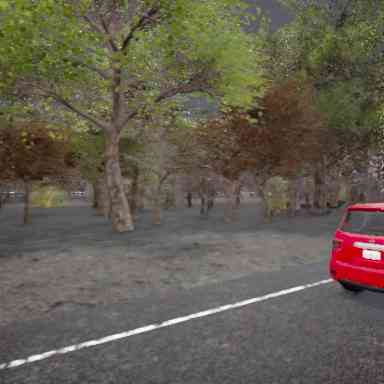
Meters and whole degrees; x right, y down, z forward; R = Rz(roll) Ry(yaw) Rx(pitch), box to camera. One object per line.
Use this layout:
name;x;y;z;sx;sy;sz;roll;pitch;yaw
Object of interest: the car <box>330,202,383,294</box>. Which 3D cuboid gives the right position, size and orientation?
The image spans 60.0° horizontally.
car;5.475;1.245;7.655;5.566;2.045;2.150;0;0;-36
